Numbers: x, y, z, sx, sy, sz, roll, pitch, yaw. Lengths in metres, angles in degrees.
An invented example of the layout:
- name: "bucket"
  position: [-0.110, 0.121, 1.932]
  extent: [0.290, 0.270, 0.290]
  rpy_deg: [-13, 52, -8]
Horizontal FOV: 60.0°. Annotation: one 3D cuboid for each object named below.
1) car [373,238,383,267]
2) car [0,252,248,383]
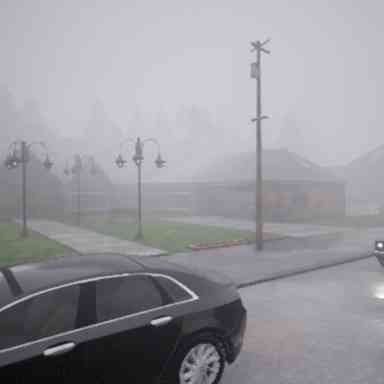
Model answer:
- name: "car"
  position: [7.384, 1.552, 9.886]
  extent: [4.718, 1.301, 1.895]
  rpy_deg: [0, 0, -35]
- name: "car"
  position: [-1.560, 1.508, 3.488]
  extent: [4.892, 1.490, 1.837]
  rpy_deg: [0, 0, -36]
